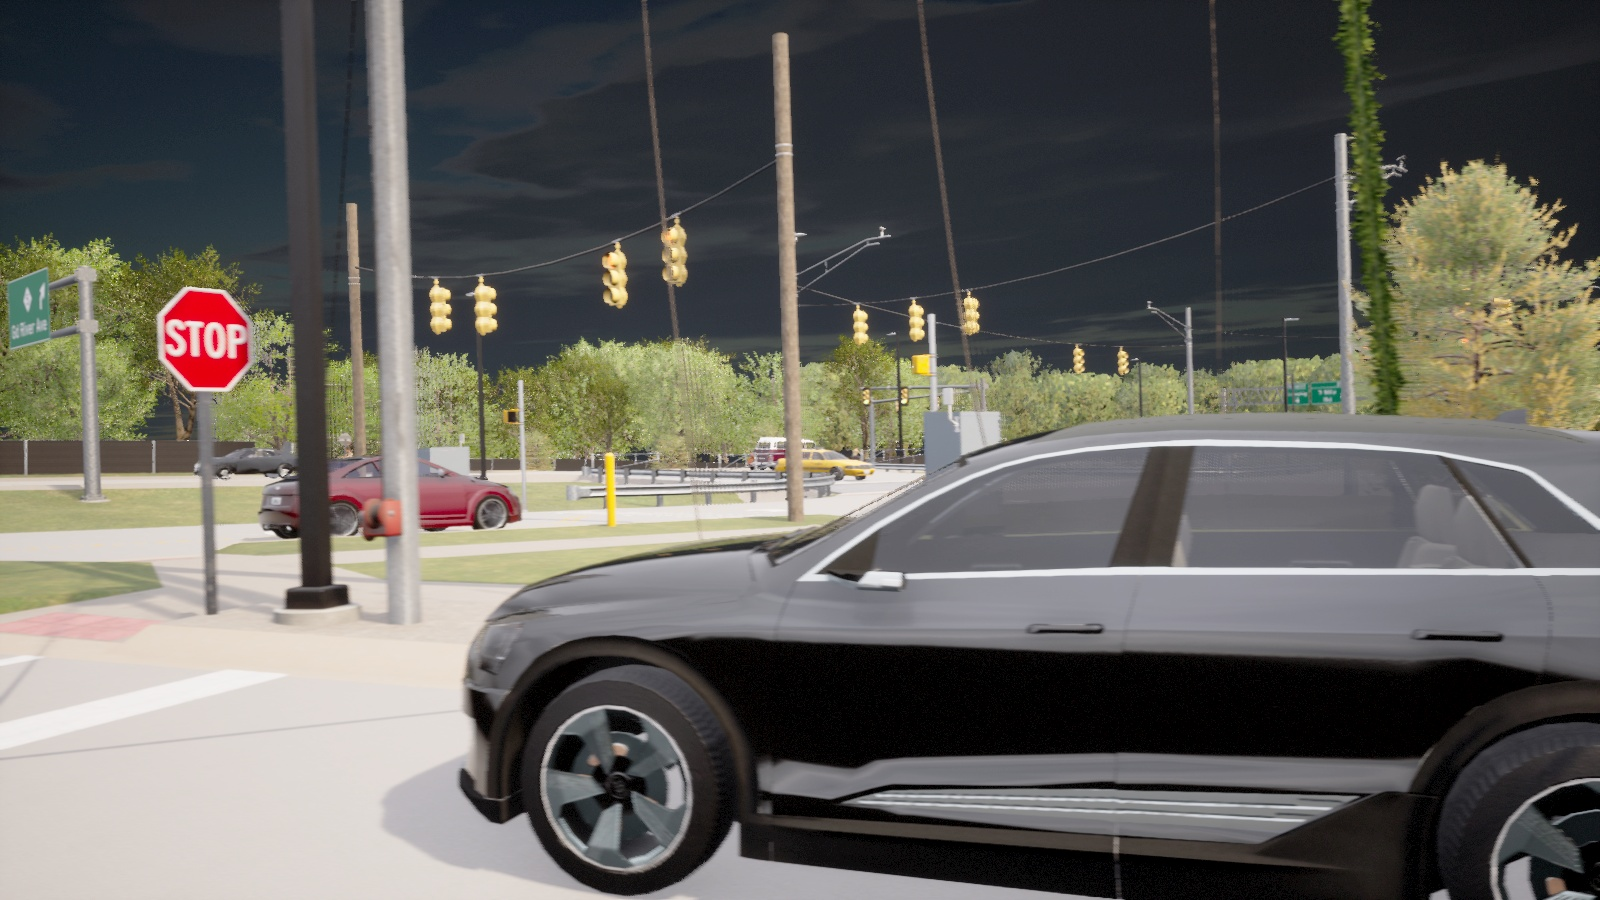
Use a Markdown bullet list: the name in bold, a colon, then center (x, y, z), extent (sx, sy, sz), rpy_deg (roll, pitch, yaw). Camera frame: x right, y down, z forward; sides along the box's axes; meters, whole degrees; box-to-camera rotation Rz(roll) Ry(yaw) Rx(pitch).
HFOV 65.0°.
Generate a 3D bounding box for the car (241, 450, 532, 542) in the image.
- **car**: center (-6.836, 0.717, 21.047), extent (1.994, 1.385, 4.181), rpy_deg (-1, -1, 44)

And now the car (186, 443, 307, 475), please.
- **car**: center (-26.677, 0.434, 60.622), extent (2.128, 1.511, 4.902), rpy_deg (-1, -1, 44)

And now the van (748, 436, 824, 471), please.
- **van**: center (-0.825, 0.241, 76.989), extent (2.069, 2.038, 4.480), rpy_deg (2, 1, 44)

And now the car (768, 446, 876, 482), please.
- **car**: center (0.985, 0.630, 59.833), extent (5.366, 1.575, 1.801), rpy_deg (1, 1, 45)

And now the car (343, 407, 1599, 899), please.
- **car**: center (1.005, 0.687, 4.660), extent (4.856, 1.649, 2.033), rpy_deg (1, 1, 18)
